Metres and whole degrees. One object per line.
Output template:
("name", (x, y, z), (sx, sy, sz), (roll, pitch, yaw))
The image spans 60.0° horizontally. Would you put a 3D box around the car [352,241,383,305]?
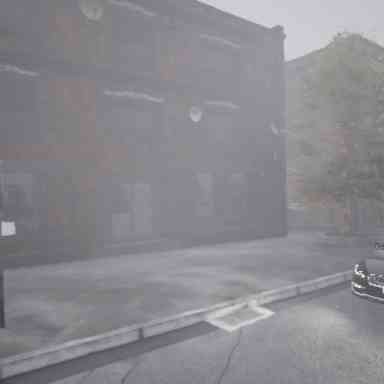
("car", (5.411, 1.501, 7.233), (4.892, 1.490, 1.837), (0, 0, -35))
